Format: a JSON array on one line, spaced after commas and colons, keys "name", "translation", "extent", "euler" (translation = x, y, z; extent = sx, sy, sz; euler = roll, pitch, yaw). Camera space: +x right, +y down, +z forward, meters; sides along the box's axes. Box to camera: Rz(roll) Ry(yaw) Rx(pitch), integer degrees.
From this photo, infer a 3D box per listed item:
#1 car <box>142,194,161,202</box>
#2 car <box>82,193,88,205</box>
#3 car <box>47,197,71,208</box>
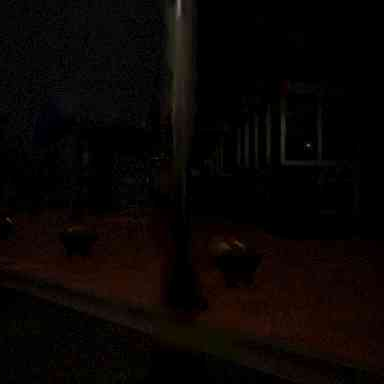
[{"name": "car", "translation": [-8.617, 1.215, 69.995], "extent": [2.097, 1.767, 4.553], "euler": [0, 0, 34]}, {"name": "car", "translation": [-17.607, 1.200, 57.021], "extent": [2.150, 2.045, 5.566], "euler": [0, 0, 36]}, {"name": "car", "translation": [-18.713, 1.506, 47.915], "extent": [1.812, 1.442, 4.674], "euler": [0, 0, 19]}]
